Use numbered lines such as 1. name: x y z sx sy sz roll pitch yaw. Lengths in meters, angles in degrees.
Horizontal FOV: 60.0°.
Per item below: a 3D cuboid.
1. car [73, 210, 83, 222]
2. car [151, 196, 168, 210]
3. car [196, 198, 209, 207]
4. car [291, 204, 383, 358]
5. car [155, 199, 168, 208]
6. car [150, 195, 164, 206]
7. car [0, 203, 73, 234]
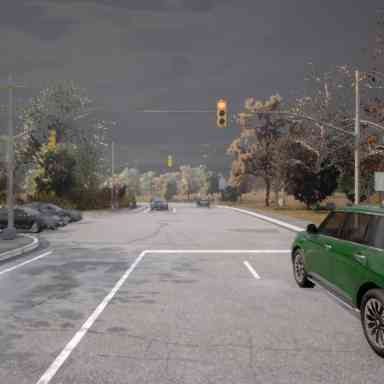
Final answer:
1. car: -10.320 1.535 23.560 4.892 1.490 1.837 0 1 -9
2. car: -4.167 1.425 43.060 2.097 1.767 4.553 0 -1 -3
3. car: 1.782 1.769 57.287 2.128 1.511 4.902 0 -1 -7
4. car: 3.581 1.221 6.105 2.150 2.045 5.566 0 0 0
5. car: -4.960 1.766 53.263 2.033 1.411 5.357 0 -1 -6
6. car: -7.047 1.733 66.671 2.150 2.045 5.566 0 -2 -12
7. car: -9.670 1.532 18.968 4.892 1.490 1.837 0 -1 10
